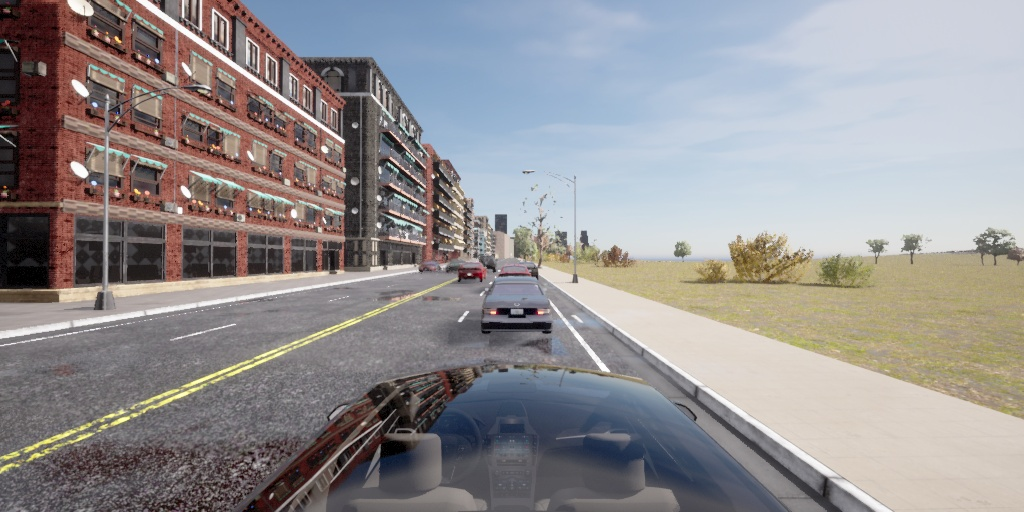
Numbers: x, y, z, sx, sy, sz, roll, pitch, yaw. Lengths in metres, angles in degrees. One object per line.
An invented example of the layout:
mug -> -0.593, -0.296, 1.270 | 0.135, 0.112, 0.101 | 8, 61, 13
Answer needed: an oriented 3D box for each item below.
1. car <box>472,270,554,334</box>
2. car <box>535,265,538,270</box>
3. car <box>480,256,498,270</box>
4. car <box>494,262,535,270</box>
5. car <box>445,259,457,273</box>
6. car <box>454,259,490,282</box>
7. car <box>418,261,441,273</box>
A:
car -> 0.121, 1.299, 10.596 | 2.033, 1.411, 5.357 | 0, 0, 0
car -> 1.210, 1.232, 30.573 | 1.882, 1.535, 5.008 | 0, 0, 0
car -> -3.036, 0.973, 44.846 | 2.150, 2.045, 5.566 | 0, 0, 0
car -> 0.151, 1.231, 21.136 | 1.882, 1.535, 5.008 | 0, 0, 0
car -> -6.496, 1.105, 42.394 | 2.097, 1.767, 4.553 | 0, 0, 0
car -> -3.084, 1.232, 28.584 | 1.882, 1.535, 5.008 | 0, -1, 0
car -> -9.745, 1.317, 42.743 | 1.994, 1.385, 4.181 | 0, 0, 0
